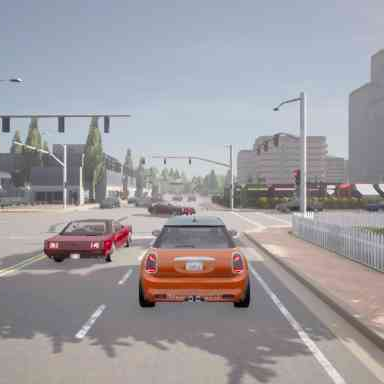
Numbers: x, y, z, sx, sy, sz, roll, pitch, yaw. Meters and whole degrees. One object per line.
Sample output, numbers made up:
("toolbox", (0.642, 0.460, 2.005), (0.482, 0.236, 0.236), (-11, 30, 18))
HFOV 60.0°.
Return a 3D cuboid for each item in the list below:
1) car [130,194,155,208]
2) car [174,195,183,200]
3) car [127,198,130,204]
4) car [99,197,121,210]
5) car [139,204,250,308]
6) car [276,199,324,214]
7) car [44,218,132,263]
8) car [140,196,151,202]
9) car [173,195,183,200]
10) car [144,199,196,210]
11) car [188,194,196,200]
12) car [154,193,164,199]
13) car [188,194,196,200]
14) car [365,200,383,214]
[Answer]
("car", (-7.122, 1.492, 48.590), (2.128, 1.511, 4.902), (0, 0, 0))
("car", (-3.544, 1.425, 87.709), (1.994, 1.385, 4.181), (0, 0, 0))
("car", (-10.599, 1.564, 60.852), (1.994, 1.385, 4.181), (0, 0, 0))
("car", (-10.757, 1.505, 43.949), (1.837, 1.490, 4.892), (0, 0, 3))
("car", (0.060, 1.352, 8.101), (2.097, 1.767, 4.553), (0, 0, 0))
("car", (11.254, 1.491, 34.762), (4.902, 1.511, 2.128), (0, 0, -1))
("car", (-3.422, 1.601, 11.996), (1.895, 1.301, 4.718), (0, 0, 0))
("car", (-10.538, 1.595, 75.537), (1.895, 1.301, 4.718), (0, 0, 0))
("car", (-3.539, 1.513, 77.754), (1.812, 1.442, 4.674), (0, 0, 0))
("car", (-1.906, 1.601, 30.396), (4.718, 1.301, 1.895), (0, 0, 42))
("car", (-0.039, 1.531, 77.437), (2.033, 1.411, 5.357), (0, 0, 0))
("car", (-7.045, 1.224, 68.220), (2.150, 2.045, 5.566), (0, 0, 0))
("car", (-0.044, 1.398, 87.712), (2.128, 1.511, 4.902), (0, 0, 0))
("car", (20.898, 1.478, 35.005), (5.008, 1.535, 1.882), (0, 0, -2))
